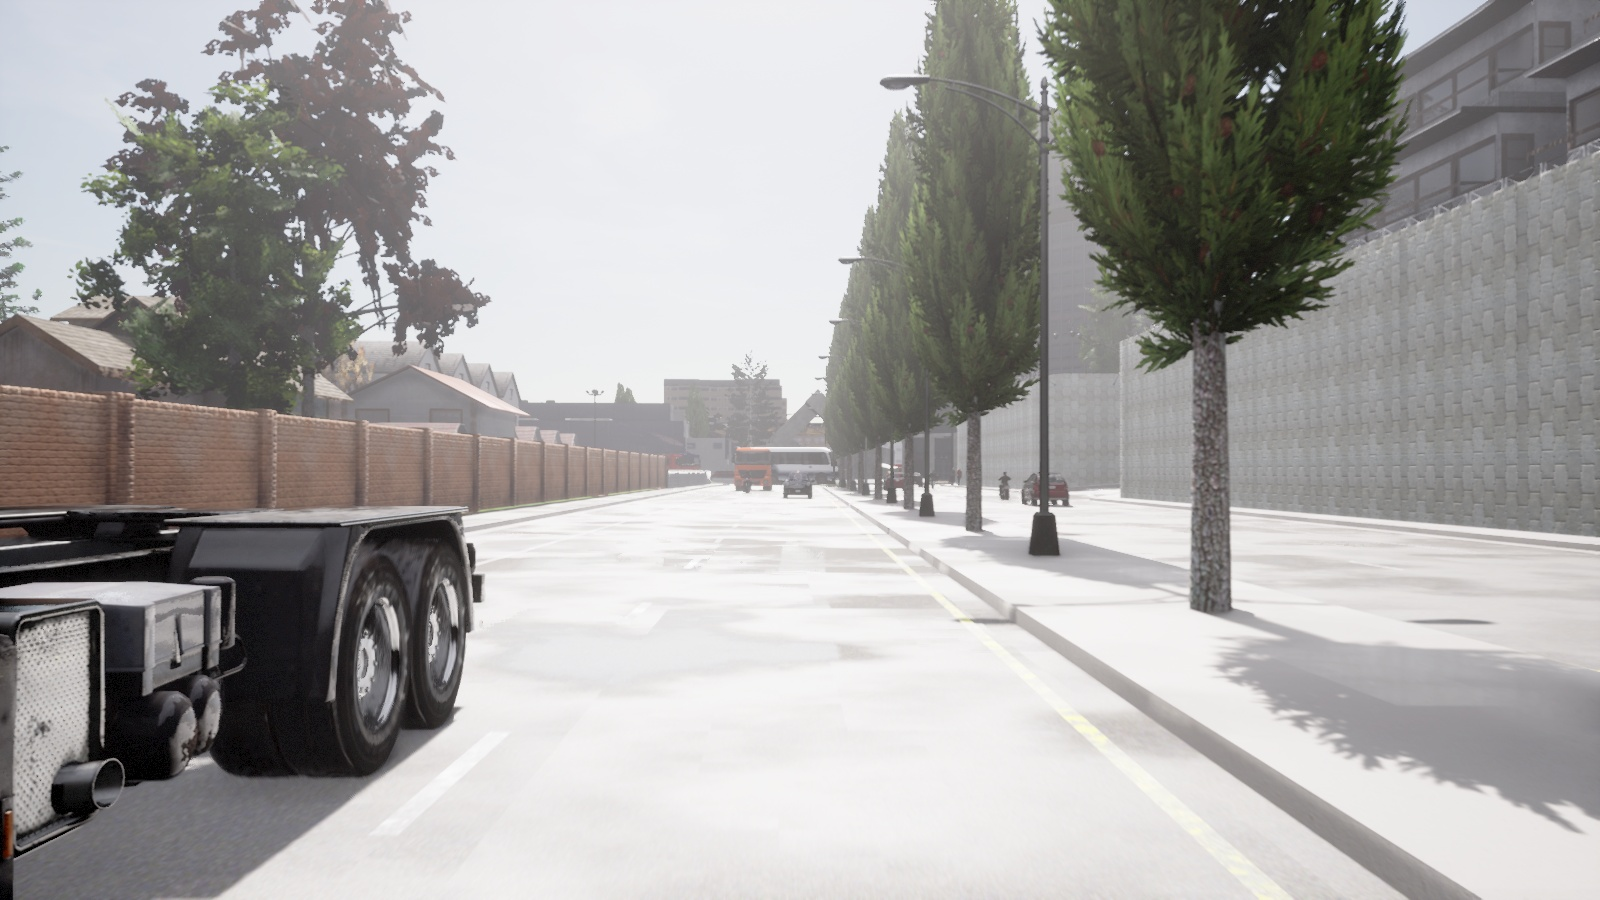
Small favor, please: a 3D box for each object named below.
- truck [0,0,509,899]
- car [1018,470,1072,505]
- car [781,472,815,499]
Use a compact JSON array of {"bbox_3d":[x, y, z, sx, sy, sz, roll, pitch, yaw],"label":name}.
[{"bbox_3d":[-3.507,-0.070,4.963,2.891,3.462,7.936,0,-1,0],"label":"truck"},{"bbox_3d":[11.404,1.729,58.722,1.789,1.549,3.705,0,-1,0],"label":"car"},{"bbox_3d":[-0.118,2.030,71.819,1.845,1.501,3.633,0,-1,0],"label":"car"}]
